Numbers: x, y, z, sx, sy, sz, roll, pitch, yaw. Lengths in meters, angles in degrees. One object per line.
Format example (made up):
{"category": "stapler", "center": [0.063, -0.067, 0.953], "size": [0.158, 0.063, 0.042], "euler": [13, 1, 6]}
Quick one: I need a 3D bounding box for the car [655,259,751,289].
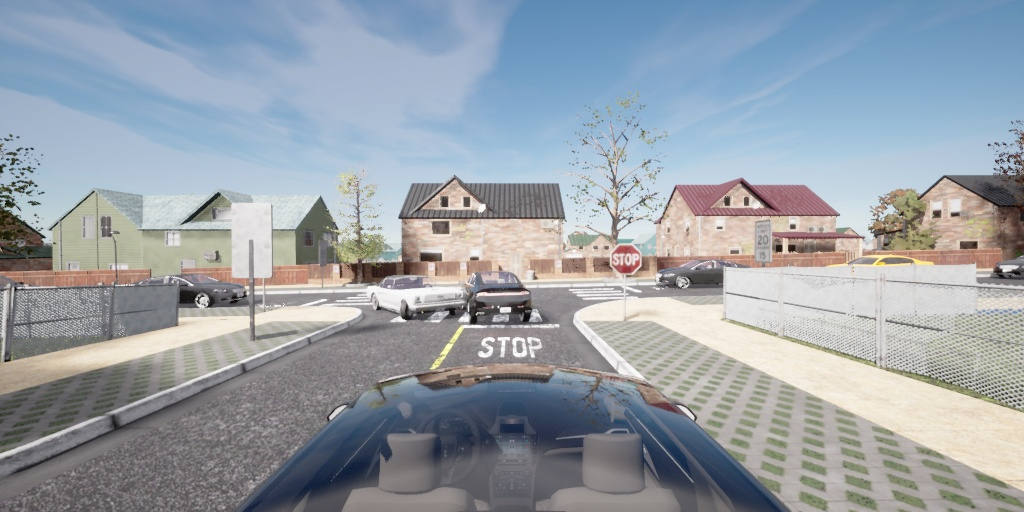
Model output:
{"category": "car", "center": [10.339, 0.931, 19.448], "size": [4.902, 1.511, 2.128], "euler": [-1, 1, 0]}

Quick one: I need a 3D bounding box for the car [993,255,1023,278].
{"category": "car", "center": [29.394, 0.483, 19.513], "size": [4.902, 1.511, 2.128], "euler": [-1, 1, 0]}

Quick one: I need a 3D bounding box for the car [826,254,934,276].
{"category": "car", "center": [19.770, 0.695, 19.480], "size": [5.008, 1.535, 1.882], "euler": [-1, 1, 0]}

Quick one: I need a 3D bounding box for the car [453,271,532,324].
{"category": "car", "center": [-0.680, 1.245, 12.045], "size": [2.128, 1.511, 4.902], "euler": [0, 0, -12]}

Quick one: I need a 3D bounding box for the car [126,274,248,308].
{"category": "car", "center": [-14.895, 1.570, 16.407], "size": [4.902, 1.511, 2.128], "euler": [-1, 1, 0]}

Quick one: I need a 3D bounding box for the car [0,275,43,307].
{"category": "car", "center": [-24.232, 1.652, 16.370], "size": [4.553, 1.767, 2.097], "euler": [-1, 1, 0]}

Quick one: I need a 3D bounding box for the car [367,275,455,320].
{"category": "car", "center": [-3.597, 1.371, 12.906], "size": [1.895, 1.301, 4.718], "euler": [0, 0, -38]}
